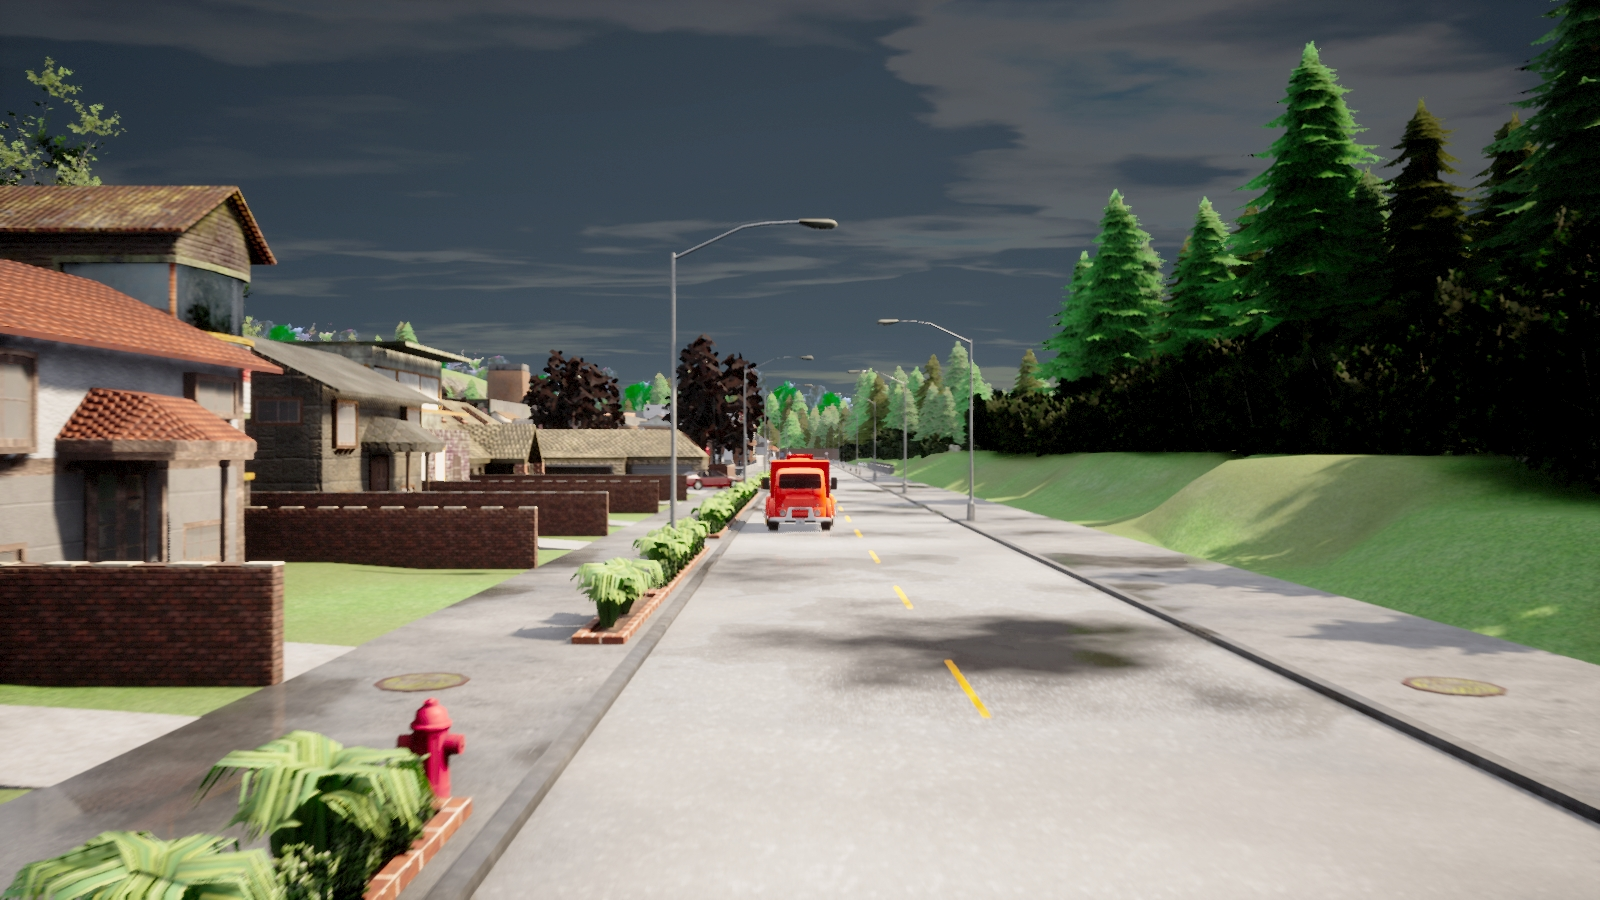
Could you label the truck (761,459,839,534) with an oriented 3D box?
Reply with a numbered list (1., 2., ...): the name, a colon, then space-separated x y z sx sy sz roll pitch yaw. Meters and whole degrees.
1. truck: -0.001 1.568 40.654 2.627 2.467 5.204 0 0 0
